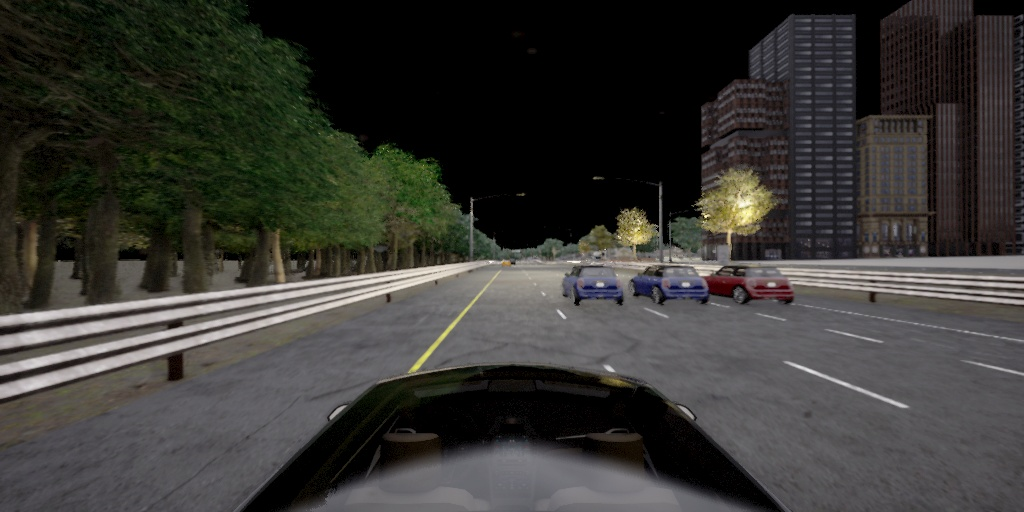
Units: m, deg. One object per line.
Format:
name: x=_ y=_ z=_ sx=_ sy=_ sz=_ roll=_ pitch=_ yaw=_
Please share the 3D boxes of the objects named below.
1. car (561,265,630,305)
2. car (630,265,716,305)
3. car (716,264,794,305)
car: x=3.597 y=1.189 z=16.743 sx=2.097 sy=1.767 sz=4.553 roll=0 pitch=0 yaw=0
car: x=7.096 y=1.189 z=16.747 sx=2.097 sy=1.767 sz=4.553 roll=0 pitch=0 yaw=0
car: x=10.596 y=1.189 z=16.752 sx=2.097 sy=1.767 sz=4.553 roll=0 pitch=0 yaw=0
